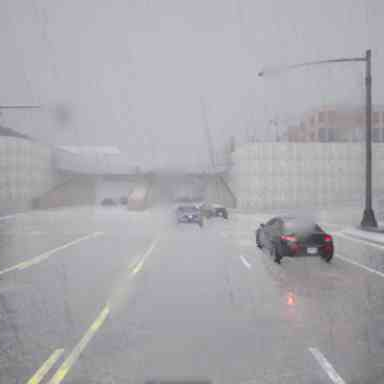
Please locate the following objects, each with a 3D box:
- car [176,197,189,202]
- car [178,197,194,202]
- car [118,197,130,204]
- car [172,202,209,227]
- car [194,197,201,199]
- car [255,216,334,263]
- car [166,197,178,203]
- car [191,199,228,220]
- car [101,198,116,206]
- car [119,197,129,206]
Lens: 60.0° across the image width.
[{"bbox_3d":[-2.558,1.934,88.564,1.994,1.385,4.181,0,0,24],"label":"car"},{"bbox_3d":[-1.383,1.836,78.582,1.882,1.535,5.008,0,0,6],"label":"car"},{"bbox_3d":[-15.462,1.849,76.119,1.837,1.490,4.892,0,0,-2],"label":"car"},{"bbox_3d":[-0.358,1.672,24.123,2.033,1.411,5.357,0,0,-6],"label":"car"},{"bbox_3d":[1.318,1.997,88.709,1.895,1.301,4.718,0,0,28],"label":"car"},{"bbox_3d":[3.562,1.582,12.140,1.812,1.442,4.674,0,0,0],"label":"car"},{"bbox_3d":[-4.864,1.882,78.906,1.812,1.442,4.674,0,0,6],"label":"car"},{"bbox_3d":[1.677,1.669,29.737,1.812,1.442,4.674,0,0,-18],"label":"car"},{"bbox_3d":[-15.134,1.754,60.405,1.882,1.535,5.008,0,0,-1],"label":"car"},{"bbox_3d":[-11.628,1.779,60.017,1.837,1.490,4.892,0,0,-1],"label":"car"}]
